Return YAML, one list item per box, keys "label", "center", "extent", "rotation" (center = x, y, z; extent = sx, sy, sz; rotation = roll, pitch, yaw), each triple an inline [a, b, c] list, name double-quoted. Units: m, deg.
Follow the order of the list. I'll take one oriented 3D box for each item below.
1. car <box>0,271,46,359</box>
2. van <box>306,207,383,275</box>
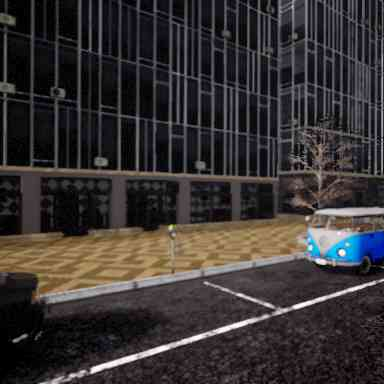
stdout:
- label: "car"
  center: [-4.025, 1.546, 3.686]
  extent: [4.403, 1.369, 2.008]
  rotation: [0, 0, -36]
- label: "van"
  center: [5.237, 1.389, 10.308]
  extent: [3.998, 1.788, 1.690]
  rotation: [0, 0, -36]
